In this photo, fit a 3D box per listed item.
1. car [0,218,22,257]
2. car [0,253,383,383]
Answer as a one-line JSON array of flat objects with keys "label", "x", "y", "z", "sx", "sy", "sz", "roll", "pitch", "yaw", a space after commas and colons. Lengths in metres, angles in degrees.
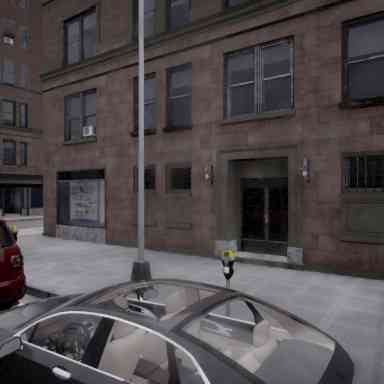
[{"label": "car", "x": -5.209, "y": 1.315, "z": 6.352, "sx": 5.009, "sy": 1.841, "sz": 2.192, "roll": 0, "pitch": 0, "yaw": 34}, {"label": "car", "x": -0.515, "y": 1.551, "z": 3.150, "sx": 4.403, "sy": 1.369, "sz": 2.008, "roll": 0, "pitch": 0, "yaw": 34}]
